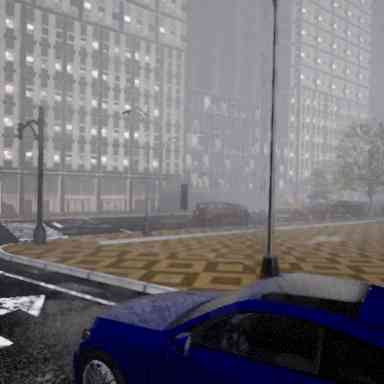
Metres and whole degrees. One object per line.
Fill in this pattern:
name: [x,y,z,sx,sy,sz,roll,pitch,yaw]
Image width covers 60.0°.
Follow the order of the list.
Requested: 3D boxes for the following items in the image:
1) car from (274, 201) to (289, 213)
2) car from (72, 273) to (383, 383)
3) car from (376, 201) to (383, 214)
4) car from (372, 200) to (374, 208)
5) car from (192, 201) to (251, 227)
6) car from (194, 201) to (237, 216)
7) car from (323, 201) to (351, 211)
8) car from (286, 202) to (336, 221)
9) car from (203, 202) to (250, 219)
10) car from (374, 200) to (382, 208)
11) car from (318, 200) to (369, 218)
car: [11.780,1.821,42.186,4.829,1.417,1.752,1,1,-34]
car: [0.892,1.528,3.051,4.674,1.442,1.812,0,0,35]
car: [25.724,2.138,42.182,4.313,1.339,1.947,1,1,-34]
car: [25.956,1.989,51.886,4.313,1.339,1.947,1,1,-34]
car: [2.337,1.677,26.173,5.009,1.841,2.192,1,1,-34]
car: [2.562,1.764,35.881,4.403,1.369,2.008,1,1,-34]
car: [21.276,1.963,48.686,4.206,1.307,1.802,1,1,-34]
car: [11.689,1.990,32.579,4.507,1.381,1.887,1,1,-34]
car: [3.540,1.795,33.563,4.674,1.442,1.812,0,1,-34]
car: [30.634,2.032,55.087,4.313,1.339,1.947,1,1,-34]
car: [16.372,1.803,35.776,5.009,1.841,2.192,1,1,-34]
